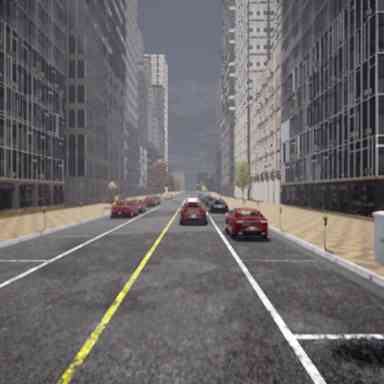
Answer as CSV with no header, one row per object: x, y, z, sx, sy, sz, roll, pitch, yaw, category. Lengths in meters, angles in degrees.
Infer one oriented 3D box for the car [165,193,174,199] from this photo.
-5.723,1.068,85.385,2.008,1.369,4.403,0,0,0,car

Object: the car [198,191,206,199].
2.656,0.795,91.068,2.192,1.841,5.009,0,0,0,car

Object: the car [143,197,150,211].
-5.702,1.410,34.152,1.802,1.307,4.206,0,0,0,car

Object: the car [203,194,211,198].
2.674,1.330,45.532,1.947,1.339,4.313,0,0,0,car

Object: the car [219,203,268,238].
2.685,1.464,17.071,1.887,1.381,4.507,0,0,0,car

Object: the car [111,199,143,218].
-5.700,1.403,28.459,1.887,1.381,4.507,0,0,0,car

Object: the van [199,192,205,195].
2.667,1.005,62.609,1.690,1.788,3.998,0,0,0,van

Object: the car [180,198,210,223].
0.098,1.409,23.975,1.812,1.442,4.674,0,0,0,car

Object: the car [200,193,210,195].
2.669,1.264,56.916,1.947,1.339,4.313,0,0,0,car

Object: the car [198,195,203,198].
0.083,1.385,41.905,1.895,1.301,4.718,0,0,0,car

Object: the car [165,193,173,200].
-5.721,1.081,79.522,1.752,1.417,4.829,0,0,0,car

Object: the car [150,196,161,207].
-5.707,1.309,45.537,1.887,1.381,4.507,0,0,0,car

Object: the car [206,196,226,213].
2.678,1.394,34.148,1.947,1.339,4.313,0,0,0,car
